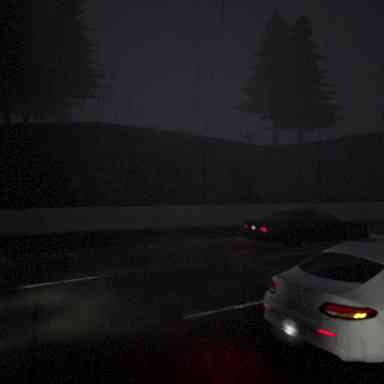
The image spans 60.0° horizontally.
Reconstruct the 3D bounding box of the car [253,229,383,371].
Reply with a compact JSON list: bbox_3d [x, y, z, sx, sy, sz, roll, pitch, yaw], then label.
[{"bbox_3d":[3.273,1.480,5.255,4.674,1.442,1.812,0,0,-28],"label":"car"}]

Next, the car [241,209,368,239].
[{"bbox_3d":[4.737,1.430,13.827,5.357,1.411,2.033,0,0,-21],"label":"car"}]
